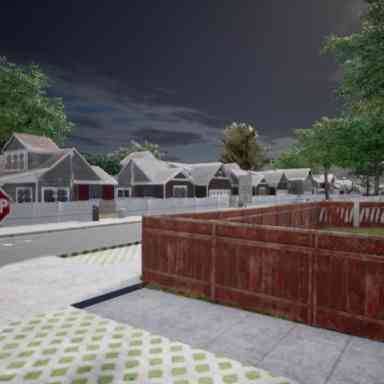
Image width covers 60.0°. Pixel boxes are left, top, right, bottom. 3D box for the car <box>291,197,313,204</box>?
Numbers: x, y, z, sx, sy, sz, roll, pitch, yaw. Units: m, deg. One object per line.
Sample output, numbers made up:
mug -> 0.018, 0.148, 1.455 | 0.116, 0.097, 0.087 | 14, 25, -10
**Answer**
car -> 15.244, 1.400, 45.972 | 1.994, 1.385, 4.181 | 0, 0, 36
